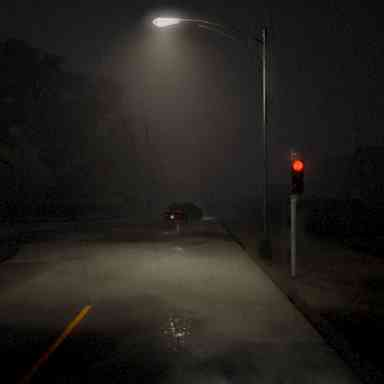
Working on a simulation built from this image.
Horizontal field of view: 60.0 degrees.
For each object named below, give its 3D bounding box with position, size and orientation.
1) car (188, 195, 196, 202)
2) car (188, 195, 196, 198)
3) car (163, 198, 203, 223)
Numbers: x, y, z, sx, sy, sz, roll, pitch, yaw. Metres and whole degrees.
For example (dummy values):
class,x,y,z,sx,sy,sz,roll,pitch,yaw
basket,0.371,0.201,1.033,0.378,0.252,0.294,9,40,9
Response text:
class,x,y,z,sx,sy,sz,roll,pitch,yaw
car,-0.061,1.524,77.705,1.812,1.442,4.674,0,0,0
car,0.054,1.547,65.571,2.033,1.411,5.357,0,0,0
car,-0.594,1.505,25.799,1.837,1.490,4.892,3,1,20
